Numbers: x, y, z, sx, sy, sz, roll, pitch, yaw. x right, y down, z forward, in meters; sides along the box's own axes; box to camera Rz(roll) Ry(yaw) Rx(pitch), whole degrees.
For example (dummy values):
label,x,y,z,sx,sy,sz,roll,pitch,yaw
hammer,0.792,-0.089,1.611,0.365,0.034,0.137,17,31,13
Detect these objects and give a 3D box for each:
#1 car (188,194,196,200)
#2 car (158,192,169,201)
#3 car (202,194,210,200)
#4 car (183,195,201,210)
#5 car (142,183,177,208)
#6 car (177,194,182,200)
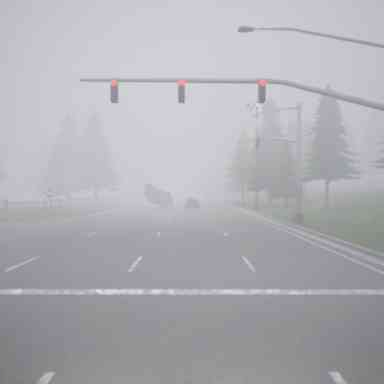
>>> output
label,x,y,z,sx,sy,sz,roll,pitch,yaw
car,0.020,1.327,82.513,2.033,1.411,5.357,0,0,0
car,-6.980,1.012,82.544,2.150,2.045,5.566,0,0,0
car,3.520,1.287,82.512,1.837,1.490,4.892,0,0,0
car,0.007,1.399,41.067,1.837,1.490,4.892,0,0,0
car,-4.653,0.724,42.825,4.553,2.097,1.767,26,-53,-36
car,-3.480,1.311,82.514,1.812,1.442,4.674,0,0,0
